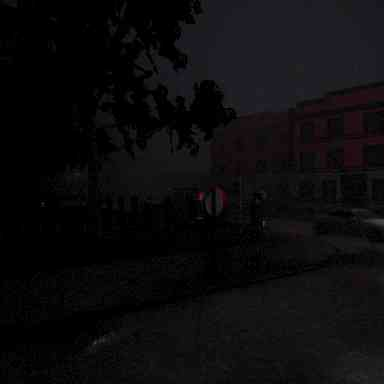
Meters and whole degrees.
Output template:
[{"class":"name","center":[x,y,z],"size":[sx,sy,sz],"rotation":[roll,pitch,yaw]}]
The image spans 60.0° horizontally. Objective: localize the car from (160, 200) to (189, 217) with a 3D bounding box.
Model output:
[{"class":"car","center":[-1.521,1.504,30.215],"size":[1.837,1.490,4.892],"rotation":[0,0,-35]}]

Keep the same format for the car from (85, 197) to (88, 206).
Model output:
[{"class":"car","center":[-14.846,1.477,49.033],"size":[1.882,1.535,5.008],"rotation":[0,0,-35]}]

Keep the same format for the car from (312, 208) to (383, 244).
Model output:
[{"class":"car","center":[7.968,1.525,16.126],"size":[1.812,1.442,4.674],"rotation":[0,0,-26]}]

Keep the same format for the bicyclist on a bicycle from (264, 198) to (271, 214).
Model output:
[{"class":"bicyclist on a bicycle","center":[7.151,1.348,32.517],"size":[1.656,1.620,0.582],"rotation":[0,0,-35]}]
